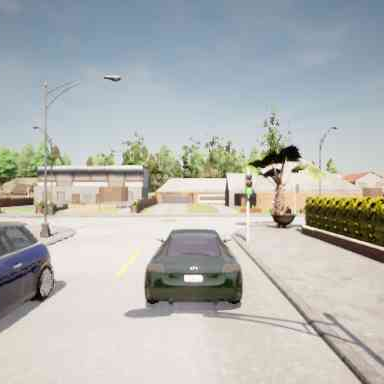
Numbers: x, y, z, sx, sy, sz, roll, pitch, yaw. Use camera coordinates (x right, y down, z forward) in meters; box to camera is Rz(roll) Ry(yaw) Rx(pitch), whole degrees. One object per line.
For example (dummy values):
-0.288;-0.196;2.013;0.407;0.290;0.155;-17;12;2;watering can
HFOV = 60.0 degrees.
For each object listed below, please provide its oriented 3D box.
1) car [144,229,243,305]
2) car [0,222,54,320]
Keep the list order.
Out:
0.042;1.583;8.182;1.994;1.385;4.181;0;0;0;car
-4.076;1.365;5.345;2.097;1.767;4.553;0;0;0;car
